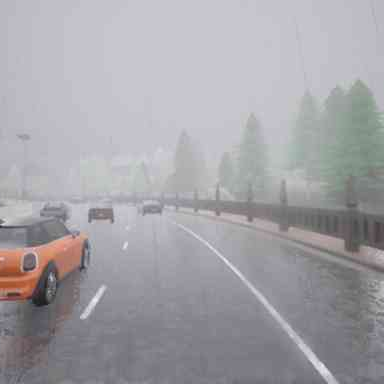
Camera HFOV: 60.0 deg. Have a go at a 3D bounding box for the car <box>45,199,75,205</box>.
[{"bbox_3d":[-10.879,1.588,26.636,2.128,1.511,4.902,0,0,-15],"label":"car"}]

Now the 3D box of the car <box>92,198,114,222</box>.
[{"bbox_3d":[-7.339,1.560,26.930,1.882,1.535,5.008,0,0,-15],"label":"car"}]

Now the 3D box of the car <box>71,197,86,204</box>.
[{"bbox_3d":[-22.591,1.634,65.665,1.882,1.535,5.008,0,0,-38],"label":"car"}]

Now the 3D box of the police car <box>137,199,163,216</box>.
[{"bbox_3d":[-4.345,1.509,33.601,1.930,1.638,5.238,0,0,-18],"label":"police car"}]

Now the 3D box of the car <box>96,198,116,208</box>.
[{"bbox_3d":[-13.462,1.682,51.765,1.812,1.442,4.674,0,0,-29],"label":"car"}]

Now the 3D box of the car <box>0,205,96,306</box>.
[{"bbox_3d":[-3.994,1.385,8.209,2.097,1.767,4.553,0,0,-5],"label":"car"}]
